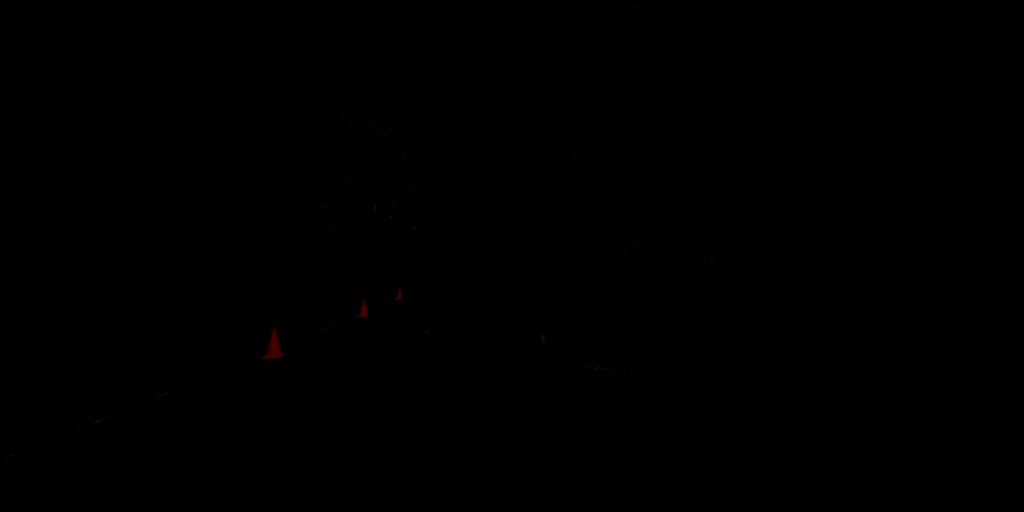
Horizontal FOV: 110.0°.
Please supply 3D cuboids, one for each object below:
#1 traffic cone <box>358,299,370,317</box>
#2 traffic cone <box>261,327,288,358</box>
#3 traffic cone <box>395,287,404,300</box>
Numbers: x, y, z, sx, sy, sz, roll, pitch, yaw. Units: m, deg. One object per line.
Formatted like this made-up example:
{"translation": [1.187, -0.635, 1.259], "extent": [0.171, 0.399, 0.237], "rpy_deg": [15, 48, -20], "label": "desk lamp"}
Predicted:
{"translation": [-5.090, 1.783, 12.346], "extent": [0.340, 0.580, 0.340], "rpy_deg": [0, 0, -3], "label": "traffic cone"}
{"translation": [-4.911, 1.777, 7.420], "extent": [0.340, 0.580, 0.340], "rpy_deg": [0, 0, -1], "label": "traffic cone"}
{"translation": [-5.398, 1.791, 17.267], "extent": [0.340, 0.580, 0.340], "rpy_deg": [0, 0, -4], "label": "traffic cone"}
